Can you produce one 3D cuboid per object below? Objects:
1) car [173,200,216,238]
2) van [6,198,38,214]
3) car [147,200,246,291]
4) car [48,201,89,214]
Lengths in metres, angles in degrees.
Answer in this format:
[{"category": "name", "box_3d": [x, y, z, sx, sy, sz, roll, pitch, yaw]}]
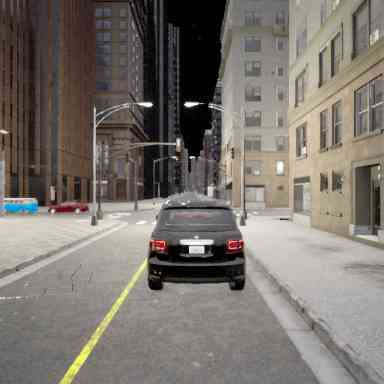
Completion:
[{"category": "car", "box_3d": [0.126, 1.357, 18.636, 2.097, 1.767, 4.553, 0, 0, 0]}, {"category": "van", "box_3d": [-19.544, 1.588, 37.558, 3.998, 1.788, 1.690, -1, 0, 0]}, {"category": "car", "box_3d": [0.115, 1.223, 9.187, 2.150, 2.045, 5.566, 0, 0, 0]}, {"category": "car", "box_3d": [-13.917, 1.724, 37.529, 4.507, 1.381, 1.887, -1, 0, 0]}]
